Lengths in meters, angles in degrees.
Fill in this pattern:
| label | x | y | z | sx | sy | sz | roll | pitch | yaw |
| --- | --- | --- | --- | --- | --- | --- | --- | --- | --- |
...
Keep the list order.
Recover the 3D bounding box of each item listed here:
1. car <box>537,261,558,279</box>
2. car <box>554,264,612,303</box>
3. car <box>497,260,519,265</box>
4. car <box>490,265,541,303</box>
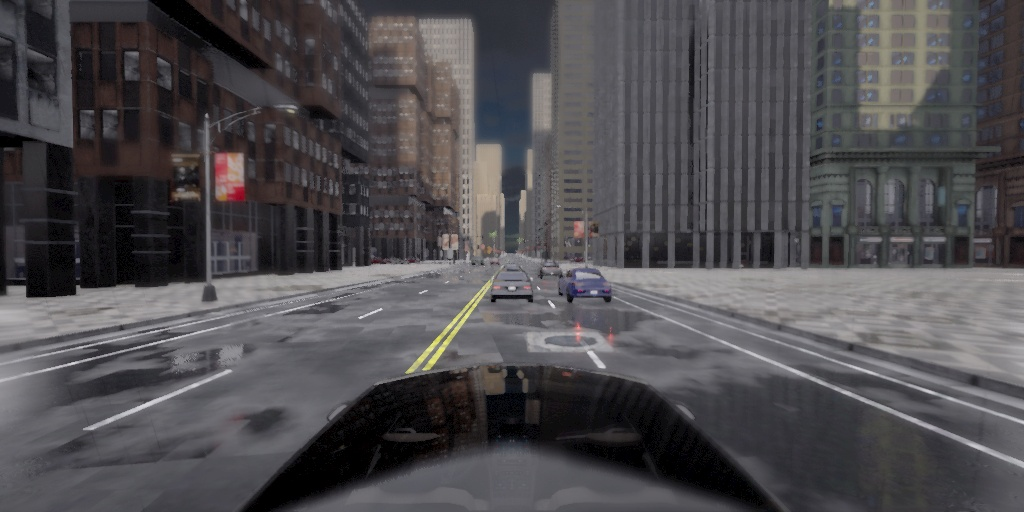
| label | x | y | z | sx | sy | sz | roll | pitch | yaw |
| --- | --- | --- | --- | --- | --- | --- | --- | --- | --- |
| car | 3.251 | 1.213 | 31.503 | 2.128 | 1.511 | 4.902 | 0 | 0 | 0 |
| car | 3.251 | 1.270 | 16.502 | 1.812 | 1.442 | 4.674 | 0 | 0 | 0 |
| car | 0.001 | 1.290 | 31.503 | 1.994 | 1.385 | 4.181 | 0 | 0 | 0 |
| car | 0.001 | 1.300 | 16.502 | 2.033 | 1.411 | 5.357 | 0 | 0 | 0 |
